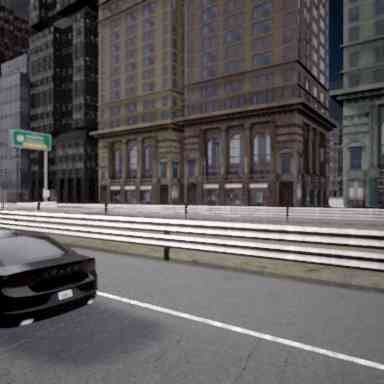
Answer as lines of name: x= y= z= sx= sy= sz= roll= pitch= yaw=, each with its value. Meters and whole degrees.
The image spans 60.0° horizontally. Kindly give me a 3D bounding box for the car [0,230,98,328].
car: x=-4.070 y=1.528 z=6.868 sx=5.008 sy=1.535 sz=1.882 roll=0 pitch=0 yaw=36
